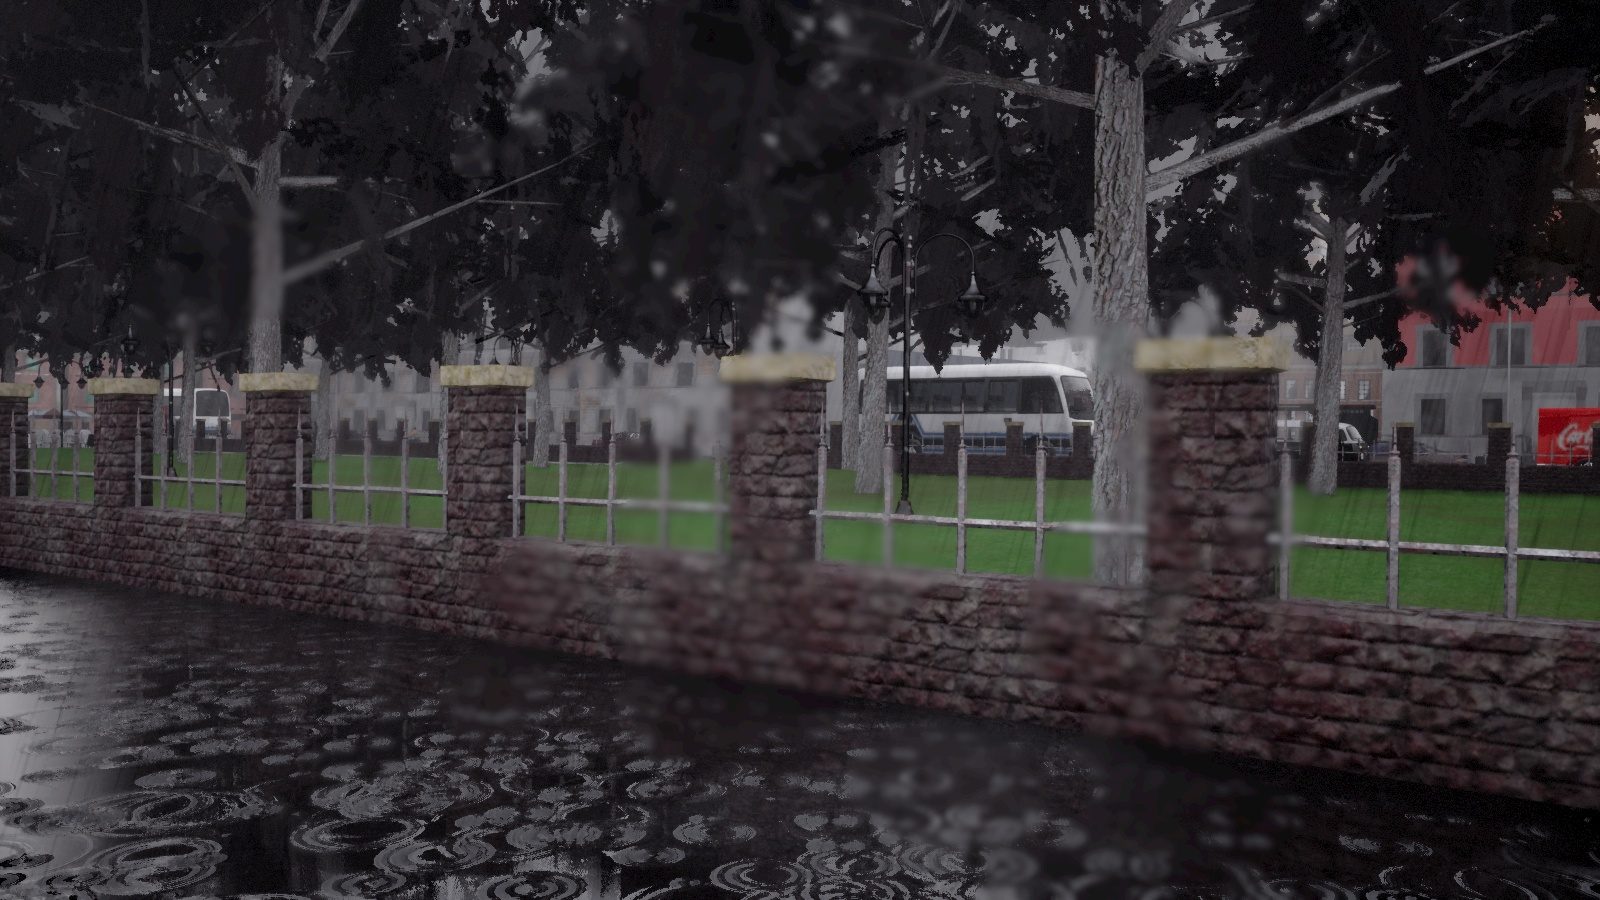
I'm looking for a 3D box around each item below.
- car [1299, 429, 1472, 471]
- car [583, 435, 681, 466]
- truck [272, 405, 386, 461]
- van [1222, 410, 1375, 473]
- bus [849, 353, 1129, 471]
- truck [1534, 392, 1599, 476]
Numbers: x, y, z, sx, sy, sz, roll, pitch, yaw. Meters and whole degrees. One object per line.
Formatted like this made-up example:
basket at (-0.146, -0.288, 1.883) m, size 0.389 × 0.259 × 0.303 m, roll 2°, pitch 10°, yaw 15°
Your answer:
car at (20.918, -0.024, 44.969) m, size 5.357 × 1.411 × 2.033 m, roll 0°, pitch 1°, yaw 35°
car at (-8.153, 0.002, 60.745) m, size 4.674 × 1.442 × 1.812 m, roll 0°, pitch 1°, yaw 35°
truck at (-30.652, -1.087, 81.598) m, size 7.936 × 3.462 × 2.891 m, roll 0°, pitch 1°, yaw 35°
van at (16.983, -0.284, 42.855) m, size 4.480 × 2.038 × 2.069 m, roll 0°, pitch 1°, yaw 35°
bus at (7.328, -1.390, 49.699) m, size 10.273 × 4.253 × 3.944 m, roll 0°, pitch 1°, yaw 35°
truck at (24.907, -0.489, 37.226) m, size 5.204 × 2.467 × 2.627 m, roll 0°, pitch 1°, yaw 36°
